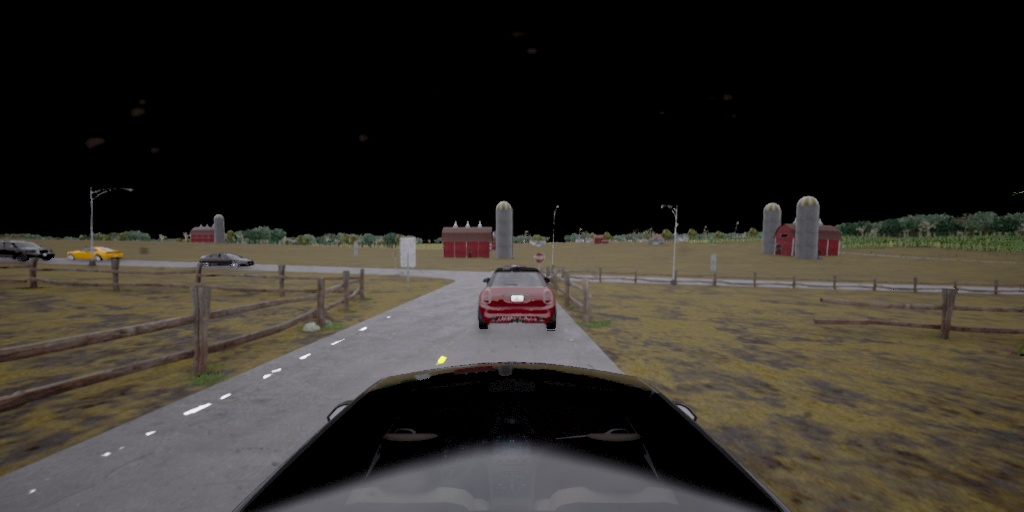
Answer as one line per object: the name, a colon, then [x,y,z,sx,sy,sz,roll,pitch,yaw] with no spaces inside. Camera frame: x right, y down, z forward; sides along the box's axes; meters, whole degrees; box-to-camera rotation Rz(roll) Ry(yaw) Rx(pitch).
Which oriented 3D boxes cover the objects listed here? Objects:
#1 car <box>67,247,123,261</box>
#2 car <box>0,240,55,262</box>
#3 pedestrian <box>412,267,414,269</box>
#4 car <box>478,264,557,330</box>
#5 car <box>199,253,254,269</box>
car: [-46.555,-0.265,40.048,5.008,1.535,1.882,2,3,1]
car: [-51.322,-0.555,37.304,5.566,2.045,2.150,2,3,1]
pedestrian: [-11.808,0.607,42.776,0.375,1.860,0.375,0,1,1]
car: [0.147,1.111,11.287,2.097,1.767,4.553,0,0,0]
car: [-29.378,0.439,36.998,4.892,1.490,1.837,2,3,1]
